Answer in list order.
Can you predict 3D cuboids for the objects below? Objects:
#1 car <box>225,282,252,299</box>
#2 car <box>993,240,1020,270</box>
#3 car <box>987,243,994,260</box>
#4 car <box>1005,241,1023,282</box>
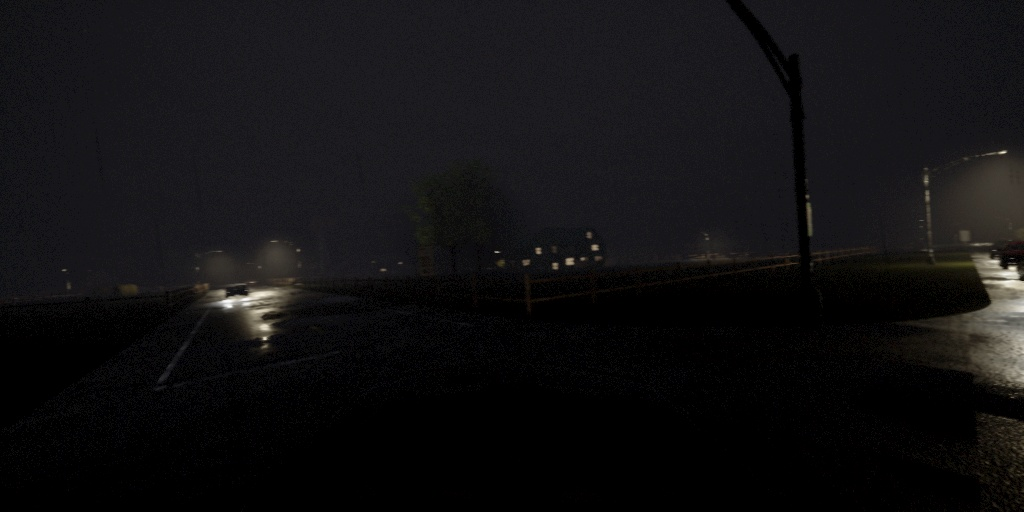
[{"bbox_3d":[-28.560,3.681,37.245,1.895,1.301,4.718,-4,-1,-38],"label":"car"},{"bbox_3d":[29.113,-0.089,20.269,5.008,1.535,1.882,-2,-1,-38],"label":"car"},{"bbox_3d":[40.704,-0.551,29.426,5.008,1.535,1.882,-3,-1,-38],"label":"car"},{"bbox_3d":[19.764,0.298,12.834,4.902,1.511,2.128,-2,-1,-38],"label":"car"}]
